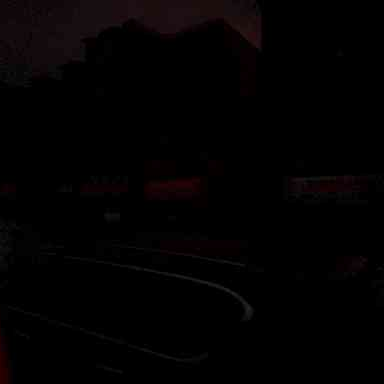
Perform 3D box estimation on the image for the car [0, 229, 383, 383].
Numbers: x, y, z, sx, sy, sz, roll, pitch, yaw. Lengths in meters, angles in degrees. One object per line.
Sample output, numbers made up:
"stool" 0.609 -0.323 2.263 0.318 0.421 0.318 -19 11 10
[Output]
"car" -0.719 1.323 3.339 5.009 1.841 2.192 0 -1 36
